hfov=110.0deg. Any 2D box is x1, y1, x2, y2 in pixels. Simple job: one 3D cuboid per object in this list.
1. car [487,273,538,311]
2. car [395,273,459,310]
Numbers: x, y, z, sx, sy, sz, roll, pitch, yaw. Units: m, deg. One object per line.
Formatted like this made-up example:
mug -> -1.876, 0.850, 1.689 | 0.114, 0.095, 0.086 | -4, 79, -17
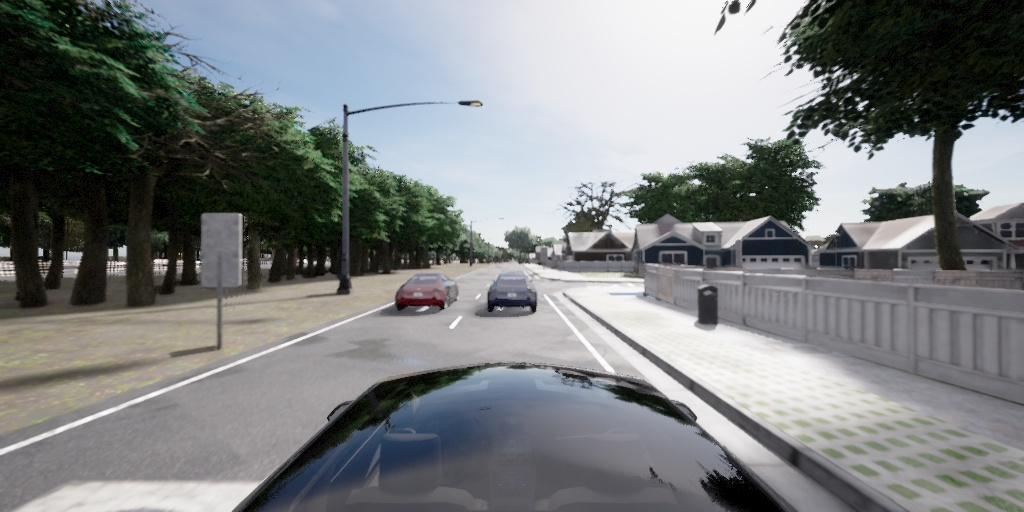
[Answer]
car -> 0.029, 1.405, 15.097 | 1.994, 1.385, 4.181 | 0, 0, 1
car -> -3.483, 1.406, 15.341 | 1.994, 1.385, 4.181 | 0, 0, 0
